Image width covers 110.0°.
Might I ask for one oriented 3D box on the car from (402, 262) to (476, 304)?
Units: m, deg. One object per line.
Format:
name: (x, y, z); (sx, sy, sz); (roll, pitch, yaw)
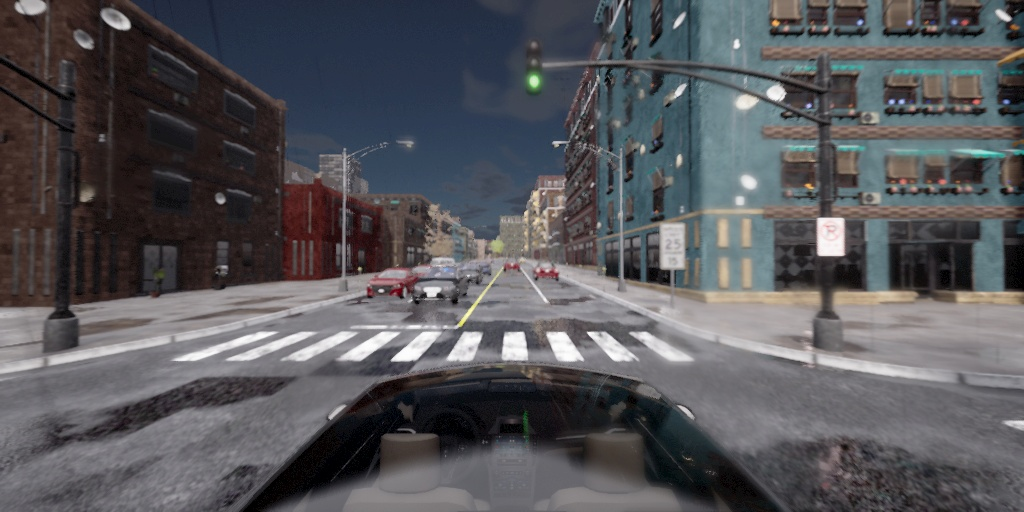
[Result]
car: (-3.091, 1.228, 16.293); (2.128, 1.511, 4.902); (0, 0, 0)

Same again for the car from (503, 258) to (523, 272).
car: (-0.003, 1.063, 45.668); (2.097, 1.767, 4.553); (0, 0, 0)

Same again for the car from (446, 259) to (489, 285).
car: (-3.088, 1.219, 25.844); (2.128, 1.511, 4.902); (0, 0, 0)

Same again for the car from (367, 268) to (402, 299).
car: (-5.767, 1.280, 18.028); (1.888, 1.381, 4.507); (0, 0, 0)

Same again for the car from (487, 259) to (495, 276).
car: (-3.078, 1.283, 36.369); (1.994, 1.385, 4.181); (0, 0, 0)

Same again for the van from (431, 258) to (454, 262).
van: (-5.692, 1.066, 29.397); (1.690, 1.789, 3.998); (0, 0, 0)

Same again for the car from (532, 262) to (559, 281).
car: (2.689, 1.164, 29.459); (1.967, 1.591, 4.097); (0, 0, 0)
